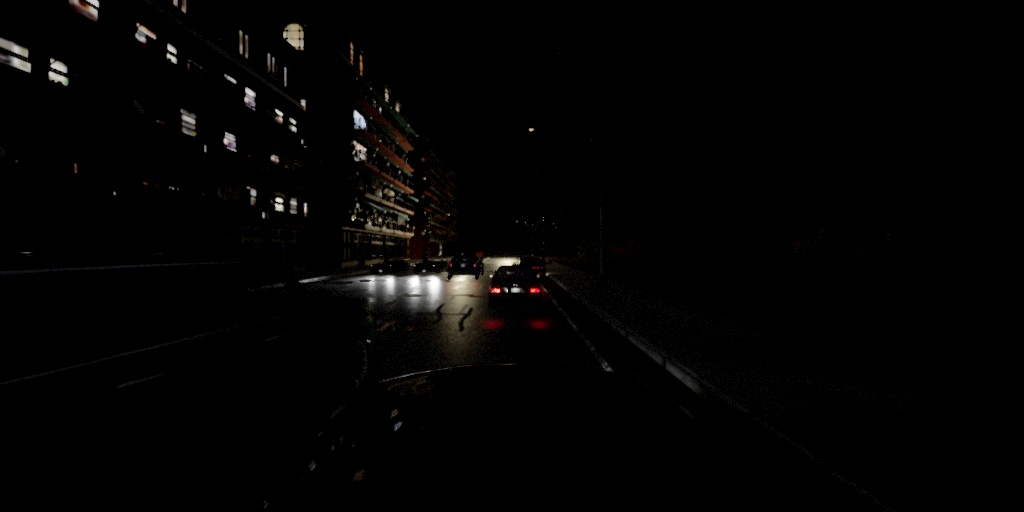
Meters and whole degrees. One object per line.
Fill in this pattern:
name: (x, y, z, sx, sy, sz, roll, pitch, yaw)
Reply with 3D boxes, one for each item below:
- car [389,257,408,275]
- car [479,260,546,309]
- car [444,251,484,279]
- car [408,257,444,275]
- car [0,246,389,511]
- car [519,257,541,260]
car: (-9.851, 0.772, 29.110, 1.895, 1.301, 4.718, 0, 1, 0)
car: (0.102, 1.048, 13.496, 2.033, 1.411, 5.357, 0, 1, 0)
car: (-3.153, 0.605, 25.184, 2.097, 1.767, 4.553, 0, 1, 0)
car: (-6.601, 0.771, 29.122, 1.895, 1.301, 4.718, 0, 1, 0)
car: (-3.150, 0.940, 3.103, 2.150, 2.045, 5.566, 0, 1, 0)
car: (1.138, 0.800, 23.251, 1.837, 1.490, 4.892, 0, 1, 0)
